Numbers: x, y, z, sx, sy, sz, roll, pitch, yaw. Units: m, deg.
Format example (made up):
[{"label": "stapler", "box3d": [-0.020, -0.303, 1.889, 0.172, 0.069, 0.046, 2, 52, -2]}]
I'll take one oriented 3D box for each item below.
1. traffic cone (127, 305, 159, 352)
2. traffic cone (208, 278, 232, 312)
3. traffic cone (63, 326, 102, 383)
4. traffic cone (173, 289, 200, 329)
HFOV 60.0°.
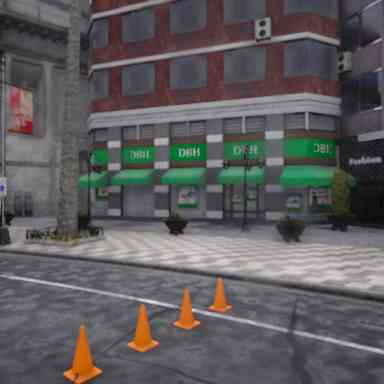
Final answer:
[{"label": "traffic cone", "box3d": [-0.723, 1.957, 4.896, 0.340, 0.580, 0.340, 0, 0, 39]}, {"label": "traffic cone", "box3d": [0.545, 1.956, 6.443, 0.340, 0.580, 0.340, 0, 0, 39]}, {"label": "traffic cone", "box3d": [-1.357, 1.958, 4.123, 0.340, 0.580, 0.340, 0, 0, 39]}, {"label": "traffic cone", "box3d": [-0.089, 1.957, 5.670, 0.340, 0.580, 0.340, 0, 0, 39]}]
